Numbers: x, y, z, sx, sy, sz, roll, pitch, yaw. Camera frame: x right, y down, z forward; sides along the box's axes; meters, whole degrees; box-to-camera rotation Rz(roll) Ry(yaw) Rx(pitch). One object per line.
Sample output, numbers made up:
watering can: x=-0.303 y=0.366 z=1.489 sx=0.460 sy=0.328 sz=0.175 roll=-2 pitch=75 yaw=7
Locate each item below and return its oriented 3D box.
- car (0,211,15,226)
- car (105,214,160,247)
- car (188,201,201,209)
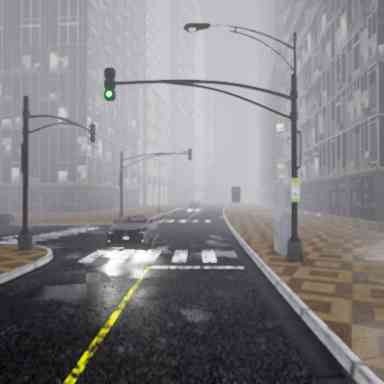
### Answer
car: x=-16.563 y=2.154 z=26.783 sx=4.403 sy=1.369 sz=2.008 roll=-1 pitch=0 yaw=10
car: x=-2.691 y=1.768 z=15.832 sx=1.994 sy=1.385 sz=4.181 roll=0 pitch=-1 yaw=2
car: x=0.459 y=2.197 z=57.689 sx=1.895 sy=1.301 sz=4.718 roll=0 pitch=0 yaw=8
